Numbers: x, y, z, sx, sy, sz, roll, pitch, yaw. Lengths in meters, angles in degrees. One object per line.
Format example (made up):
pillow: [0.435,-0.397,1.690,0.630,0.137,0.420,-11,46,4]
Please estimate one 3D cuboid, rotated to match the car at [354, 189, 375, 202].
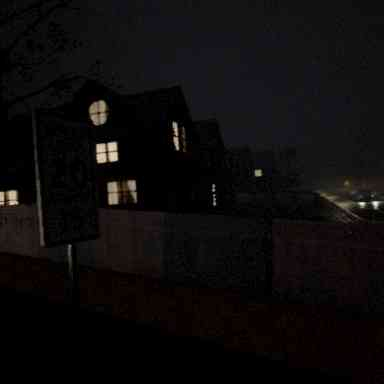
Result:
car: [22.422,0.413,43.444,1.882,1.535,5.008,-4,0,18]
